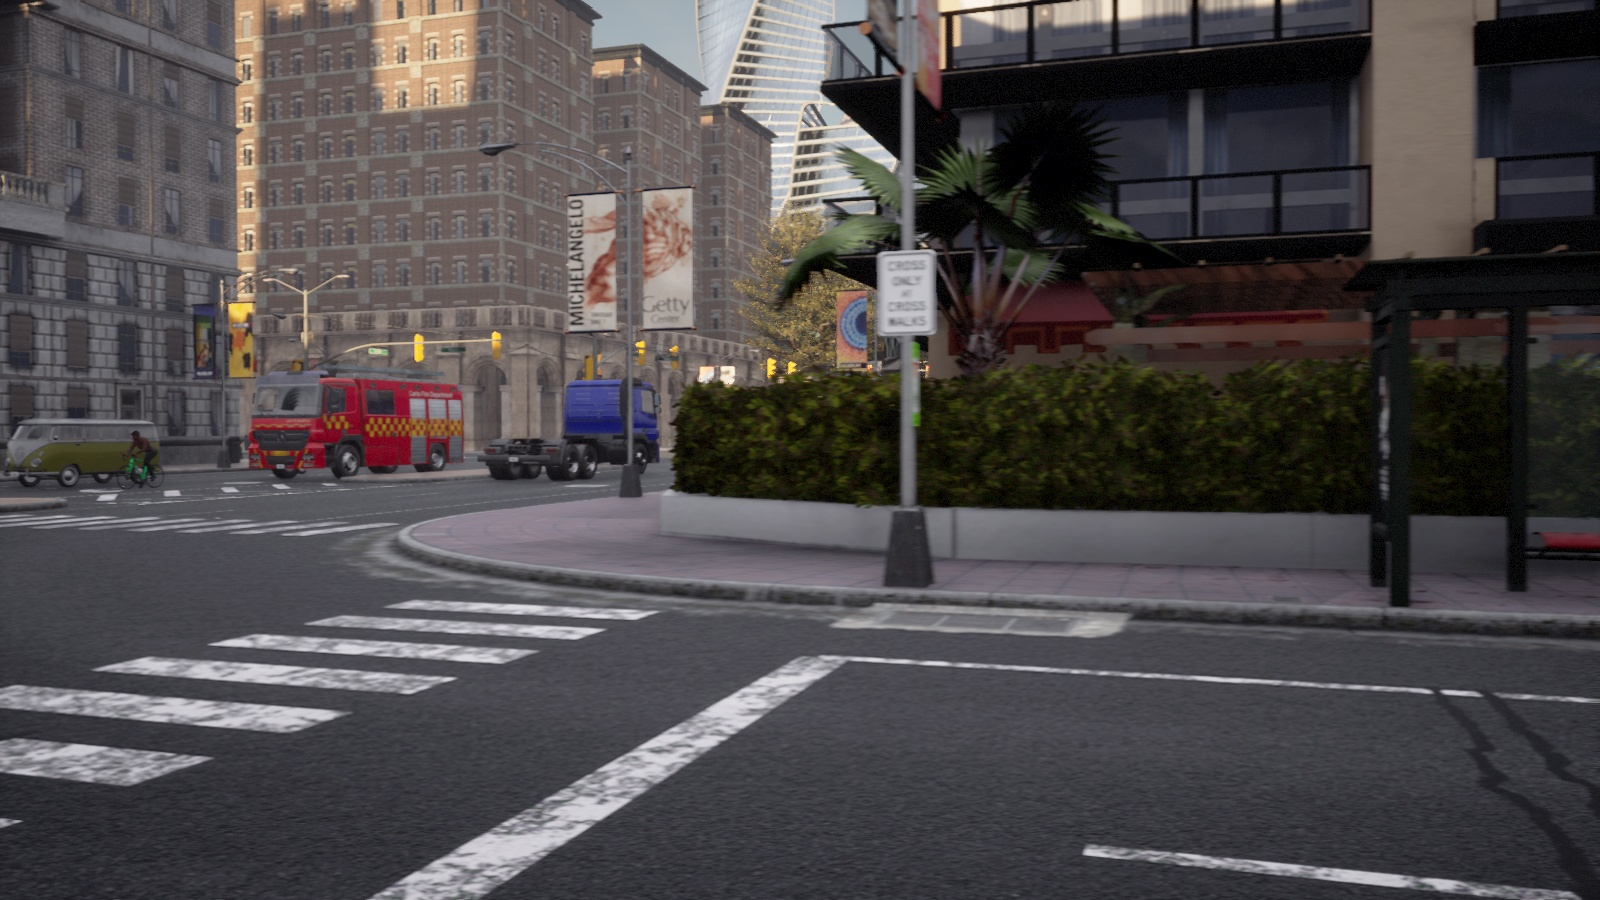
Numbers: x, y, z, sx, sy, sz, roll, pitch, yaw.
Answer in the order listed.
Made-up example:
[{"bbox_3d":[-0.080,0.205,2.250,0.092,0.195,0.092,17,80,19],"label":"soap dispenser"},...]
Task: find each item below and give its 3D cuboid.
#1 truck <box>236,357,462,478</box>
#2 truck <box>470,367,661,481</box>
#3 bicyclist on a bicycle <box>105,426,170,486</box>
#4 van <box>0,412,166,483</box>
[{"bbox_3d":[-15.542,-1.102,44.172,2.891,3.827,8.468,1,1,18],"label":"truck"},{"bbox_3d":[-7.683,-0.864,42.470,2.891,3.462,7.936,1,1,18],"label":"truck"},{"bbox_3d":[-18.511,0.148,35.130,0.582,1.620,1.656,1,1,18],"label":"bicyclist on a bicycle"},{"bbox_3d":[-21.415,-0.101,37.507,1.775,1.987,4.442,1,1,18],"label":"van"}]
